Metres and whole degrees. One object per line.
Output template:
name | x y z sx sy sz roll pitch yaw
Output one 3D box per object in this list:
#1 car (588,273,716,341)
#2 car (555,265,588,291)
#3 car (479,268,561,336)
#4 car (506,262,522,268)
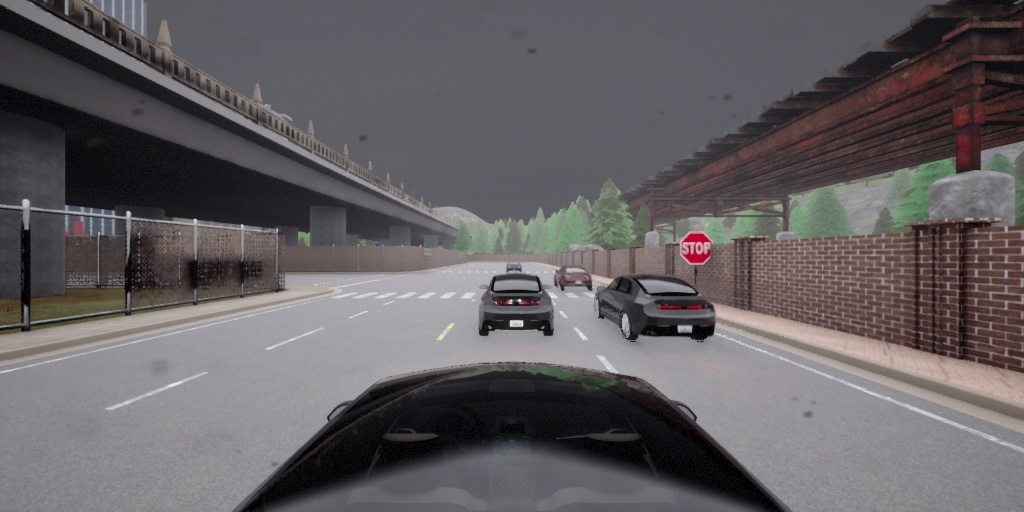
car | 3.605 1.256 9.881 1.837 1.490 4.892 0 0 0
car | 3.674 1.276 21.925 1.812 1.442 4.674 0 0 0
car | 0.105 1.255 10.378 1.837 1.490 4.892 0 0 0
car | 0.236 1.351 44.882 1.895 1.301 4.718 0 0 0
